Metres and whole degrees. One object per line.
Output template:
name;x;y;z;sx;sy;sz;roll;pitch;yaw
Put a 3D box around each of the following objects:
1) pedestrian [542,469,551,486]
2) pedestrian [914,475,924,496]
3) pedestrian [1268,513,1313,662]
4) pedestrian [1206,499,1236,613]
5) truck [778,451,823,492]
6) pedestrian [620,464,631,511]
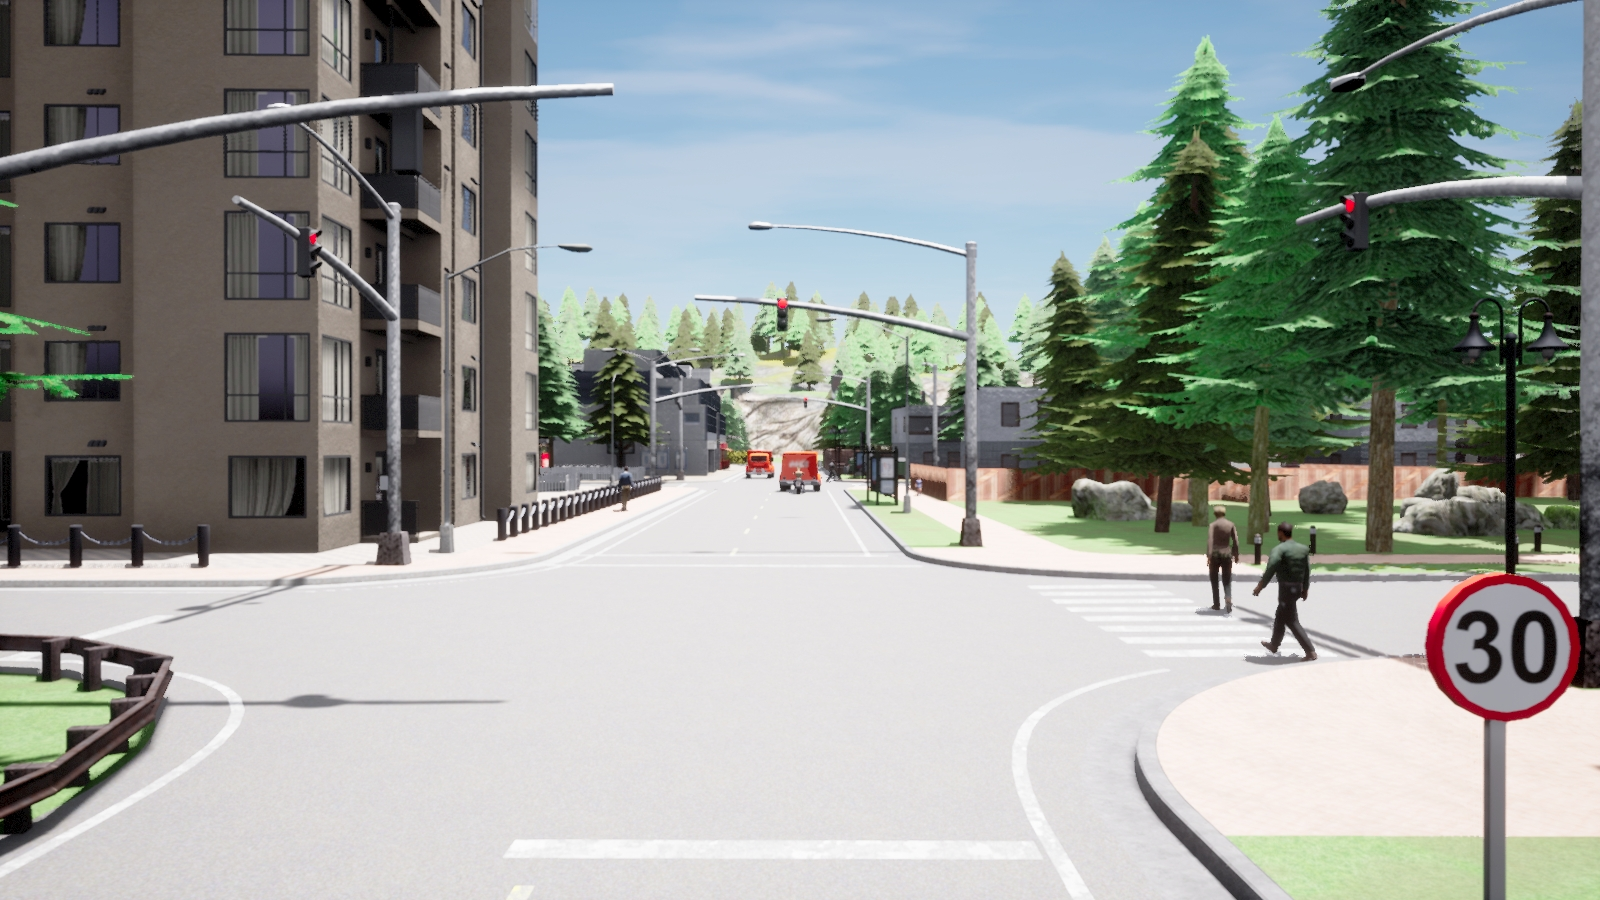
pedestrian;-16.503;1.814;74.390;0.500;1.100;0.500;0;0;0
pedestrian;6.239;1.850;59.867;0.500;1.100;0.500;0;0;1
pedestrian;6.338;1.760;14.770;0.375;1.860;0.375;0;0;-20
pedestrian;6.986;1.746;18.953;0.375;1.860;0.375;0;0;4
truck;0.071;1.301;71.517;2.627;2.467;5.204;0;0;3
pedestrian;-7.084;1.514;46.301;0.375;1.860;0.375;0;0;1
